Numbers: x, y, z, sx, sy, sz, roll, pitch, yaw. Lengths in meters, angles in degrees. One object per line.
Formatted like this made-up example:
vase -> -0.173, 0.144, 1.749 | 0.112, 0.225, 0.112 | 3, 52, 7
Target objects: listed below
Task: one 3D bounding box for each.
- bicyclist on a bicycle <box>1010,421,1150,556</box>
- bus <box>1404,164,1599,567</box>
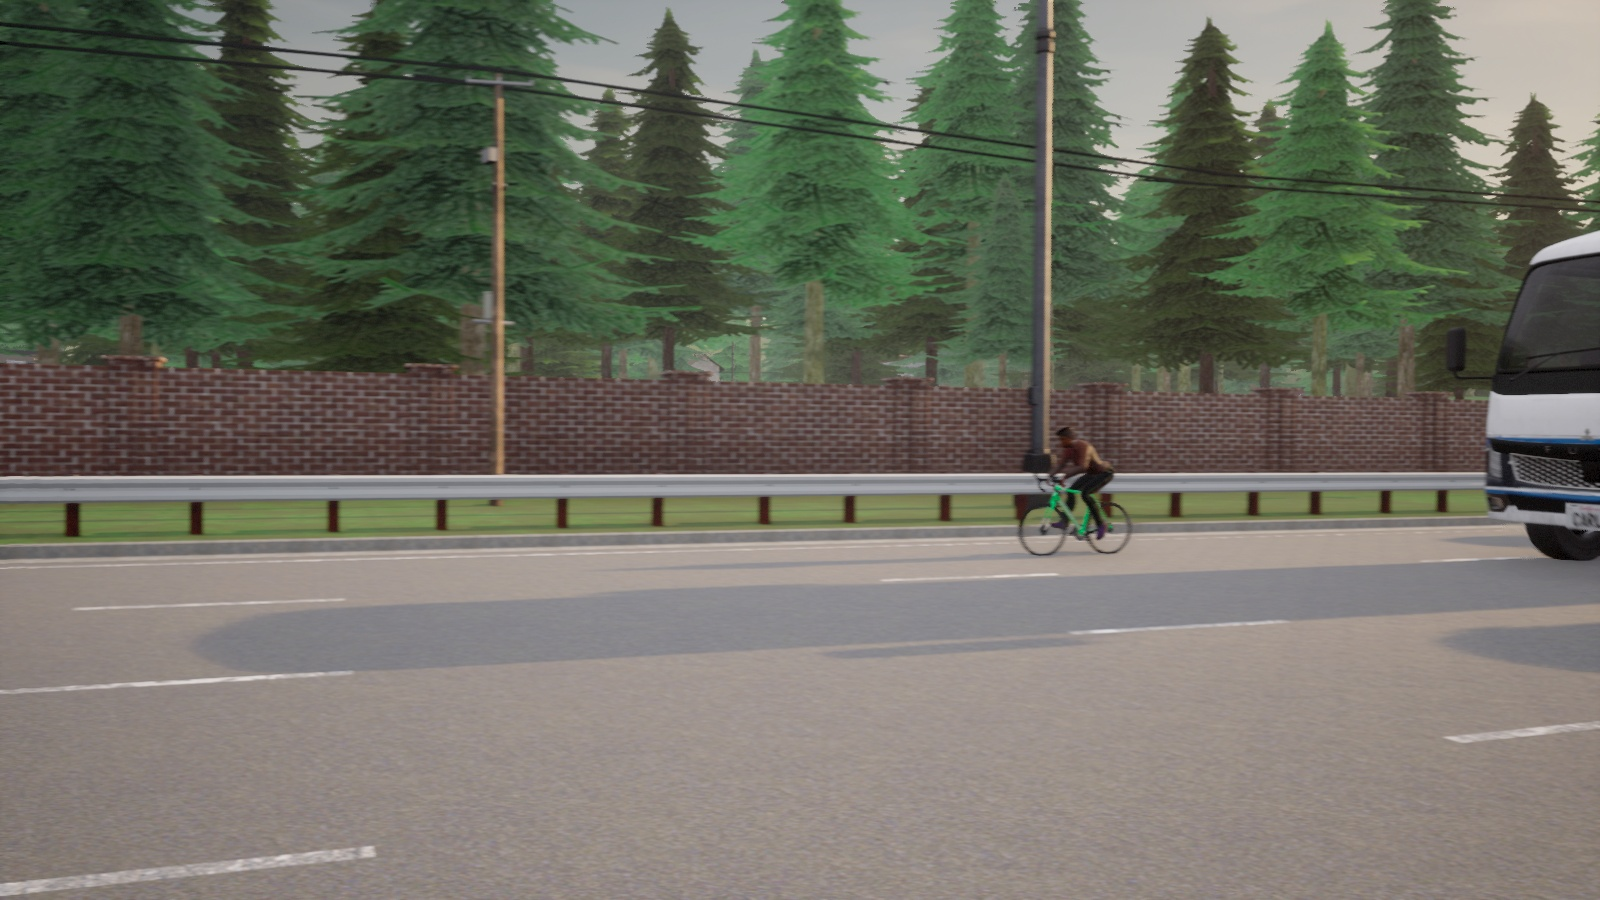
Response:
bicyclist on a bicycle -> 3.526, 0.455, 15.808 | 1.656, 1.620, 0.582 | -1, 1, -21
bus -> 13.046, -0.975, 15.663 | 10.273, 4.253, 3.944 | -1, 1, -21
